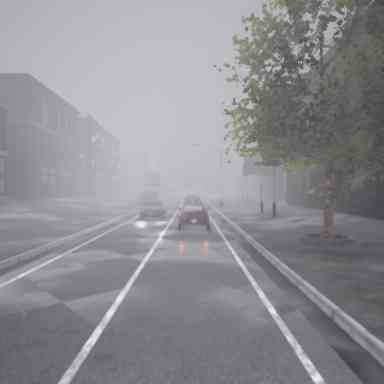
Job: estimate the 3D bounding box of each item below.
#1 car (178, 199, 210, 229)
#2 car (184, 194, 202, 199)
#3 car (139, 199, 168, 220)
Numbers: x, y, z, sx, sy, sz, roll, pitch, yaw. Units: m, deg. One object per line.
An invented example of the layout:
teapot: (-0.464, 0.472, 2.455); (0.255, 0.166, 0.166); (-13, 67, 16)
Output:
car: (0.100, 1.397, 20.538); (1.812, 1.442, 4.674); (0, 1, 0)
car: (0.098, 1.065, 38.522); (2.097, 1.767, 4.553); (0, 0, 0)
car: (-3.001, 1.322, 26.365); (1.837, 1.490, 4.892); (0, 1, 0)
